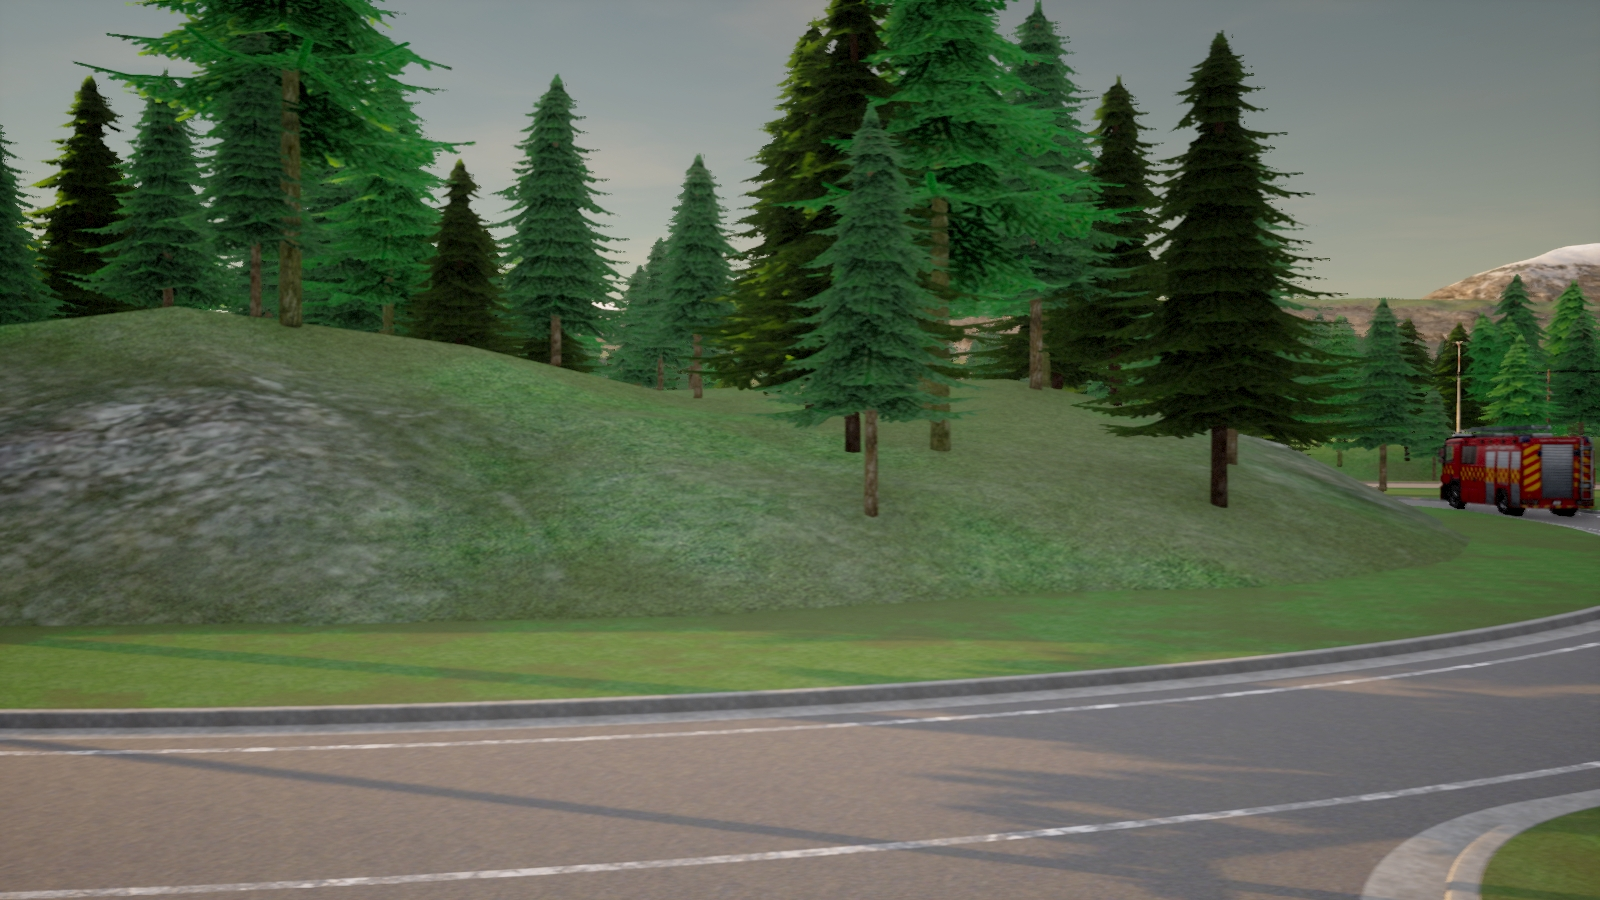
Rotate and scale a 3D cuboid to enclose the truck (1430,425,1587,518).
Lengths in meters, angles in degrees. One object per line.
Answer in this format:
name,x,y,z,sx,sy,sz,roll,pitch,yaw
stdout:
truck,31.634,0.890,51.492,2.891,3.827,8.468,0,0,8
